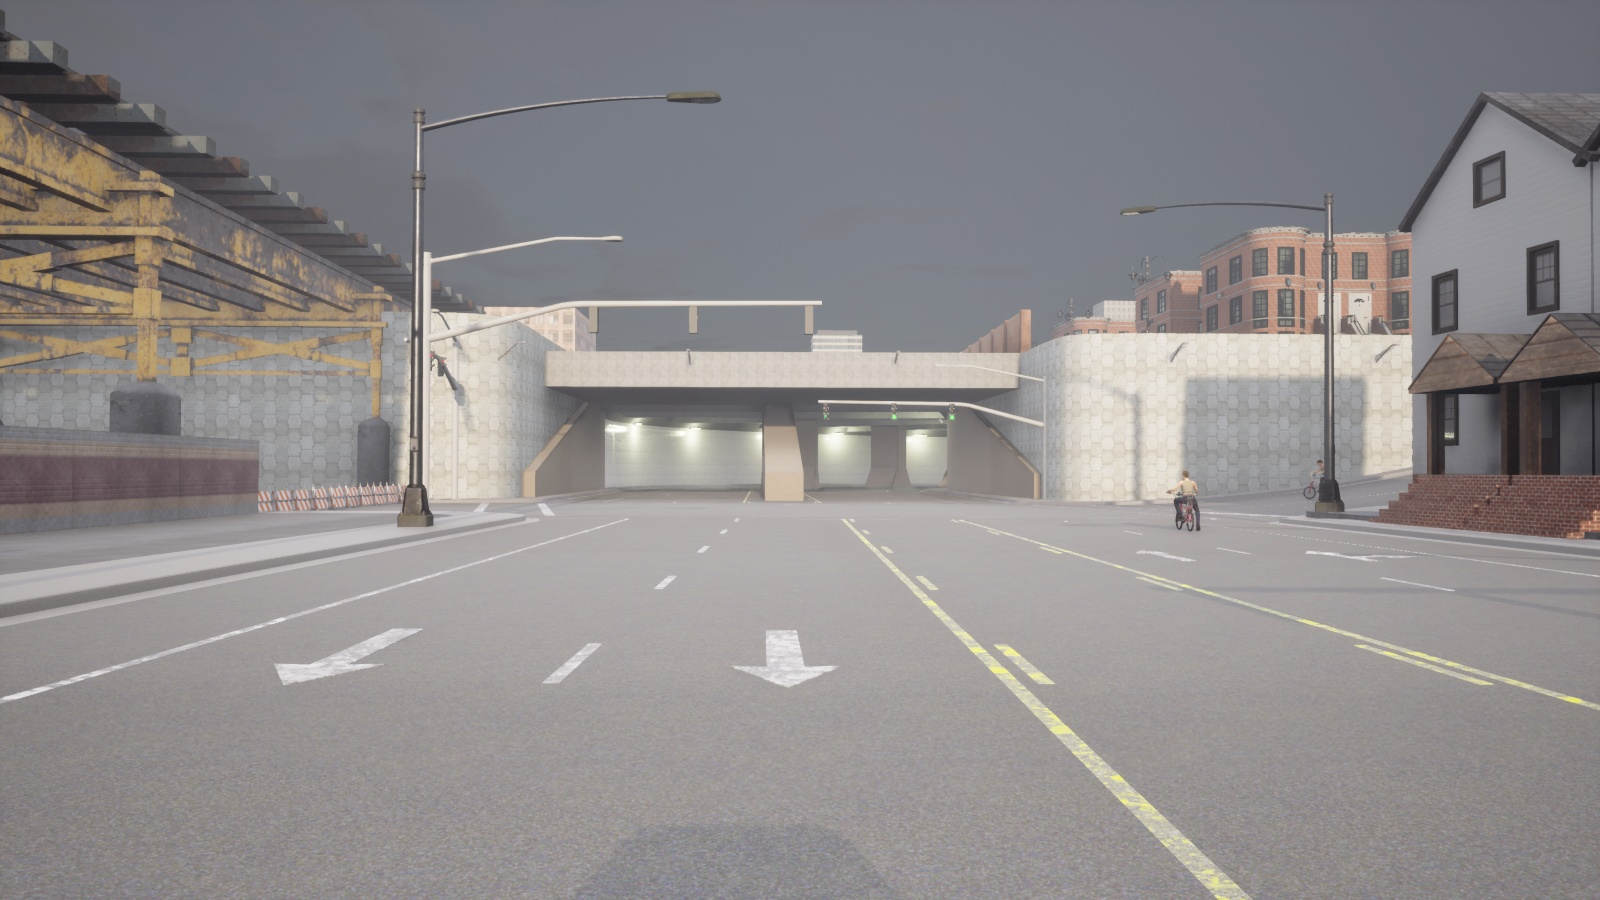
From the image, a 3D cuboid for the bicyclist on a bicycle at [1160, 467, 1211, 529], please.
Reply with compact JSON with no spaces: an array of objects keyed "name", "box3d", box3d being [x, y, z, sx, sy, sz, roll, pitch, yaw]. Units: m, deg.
[{"name":"bicyclist on a bicycle","box3d":[10.309,1.273,33.623,0.866,1.612,1.509,0,-1,0]}]
